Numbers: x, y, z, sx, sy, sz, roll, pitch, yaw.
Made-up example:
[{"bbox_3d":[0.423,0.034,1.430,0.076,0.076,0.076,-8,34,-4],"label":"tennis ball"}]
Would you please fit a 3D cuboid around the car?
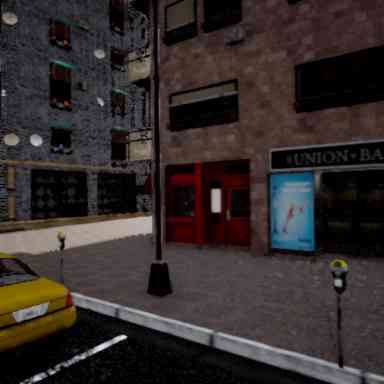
[{"bbox_3d":[-4.002,1.568,5.692,4.829,1.417,1.752,-1,0,35],"label":"car"}]
